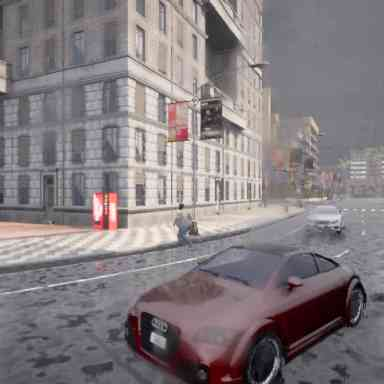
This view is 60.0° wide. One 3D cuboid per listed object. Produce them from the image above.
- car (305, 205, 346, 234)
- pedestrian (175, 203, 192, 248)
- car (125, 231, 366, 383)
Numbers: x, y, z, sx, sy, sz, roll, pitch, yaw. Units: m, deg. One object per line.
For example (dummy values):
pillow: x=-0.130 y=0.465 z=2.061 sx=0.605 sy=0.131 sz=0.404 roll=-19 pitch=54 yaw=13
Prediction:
car: x=7.922 y=1.526 z=19.560 sx=1.812 sy=1.442 sz=4.674 roll=0 pitch=0 yaw=29
pedestrian: x=-0.333 y=1.294 z=13.282 sx=0.375 sy=1.860 sz=0.375 roll=0 pitch=0 yaw=42
car: x=1.068 y=1.564 z=5.275 sx=4.181 sy=1.385 sz=1.994 roll=0 pitch=0 yaw=-43
